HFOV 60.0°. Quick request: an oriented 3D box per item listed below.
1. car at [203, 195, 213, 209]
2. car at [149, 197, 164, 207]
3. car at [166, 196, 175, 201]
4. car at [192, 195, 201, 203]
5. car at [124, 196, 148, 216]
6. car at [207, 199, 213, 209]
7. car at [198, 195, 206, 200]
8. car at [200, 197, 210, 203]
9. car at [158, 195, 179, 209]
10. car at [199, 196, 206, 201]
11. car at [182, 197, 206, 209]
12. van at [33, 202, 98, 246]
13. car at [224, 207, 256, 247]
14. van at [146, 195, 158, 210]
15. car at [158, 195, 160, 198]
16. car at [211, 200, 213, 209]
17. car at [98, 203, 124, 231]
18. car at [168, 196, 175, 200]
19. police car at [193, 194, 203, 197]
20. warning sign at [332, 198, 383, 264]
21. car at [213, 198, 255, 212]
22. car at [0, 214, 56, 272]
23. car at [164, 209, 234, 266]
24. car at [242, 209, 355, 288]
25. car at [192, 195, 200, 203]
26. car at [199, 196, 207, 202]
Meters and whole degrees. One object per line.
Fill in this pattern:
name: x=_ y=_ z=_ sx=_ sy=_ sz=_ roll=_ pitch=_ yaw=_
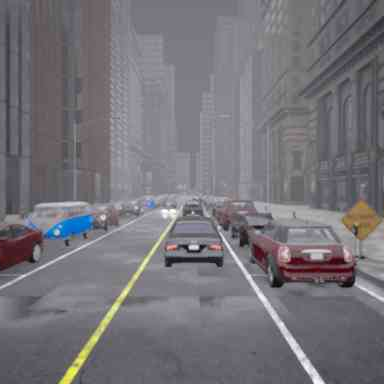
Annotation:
car: x=2.763 y=1.478 z=43.110 sx=1.967 sy=1.590 sz=4.097 roll=0 pitch=0 yaw=0
car: x=-5.761 y=1.602 z=54.376 sx=2.008 sy=1.369 sz=4.403 roll=0 pitch=0 yaw=0
car: x=-5.759 y=1.648 z=88.196 sx=2.008 sy=1.369 sz=4.403 roll=0 pitch=0 yaw=0
car: x=0.905 y=1.527 z=70.180 sx=1.801 sy=1.575 sz=5.366 roll=0 pitch=0 yaw=0
car: x=-5.763 y=1.468 z=31.830 sx=1.967 sy=1.590 sz=4.097 roll=0 pitch=0 yaw=0
car: x=2.763 y=1.594 z=31.838 sx=1.947 sy=1.339 sz=4.313 roll=0 pitch=0 yaw=0
car: x=2.766 y=1.546 z=93.838 sx=1.967 sy=1.590 sz=4.097 roll=0 pitch=0 yaw=0
car: x=2.765 y=1.655 z=71.292 sx=1.802 sy=1.307 sz=4.206 roll=0 pitch=0 yaw=0
car: x=-3.084 y=1.534 z=46.335 sx=2.128 sy=1.511 sz=4.902 roll=0 pitch=0 yaw=0
car: x=2.766 y=1.679 z=88.201 sx=1.802 sy=1.307 sz=4.206 roll=0 pitch=0 yaw=0
car: x=0.089 y=1.533 z=31.562 sx=1.837 sy=1.490 sz=4.892 roll=0 pitch=0 yaw=0
van: x=-5.764 y=1.354 z=14.920 sx=1.690 sy=1.788 sz=3.998 roll=0 pitch=0 yaw=0
car: x=2.761 y=1.579 z=14.929 sx=1.947 sy=1.339 sz=4.313 roll=0 pitch=0 yaw=0
van: x=-5.762 y=1.379 z=43.104 sx=1.690 sy=1.788 sz=3.998 roll=0 pitch=0 yaw=0
car: x=-5.761 y=1.569 z=48.570 sx=1.752 sy=1.417 sz=4.829 roll=0 pitch=0 yaw=0
car: x=2.762 y=1.568 z=26.202 sx=1.887 sy=1.381 sz=4.507 roll=0 pitch=0 yaw=0
car: x=-5.764 y=1.458 z=20.557 sx=1.967 sy=1.590 sz=4.097 roll=0 pitch=0 yaw=0
car: x=-5.758 y=1.688 z=93.833 sx=1.802 sy=1.307 sz=4.206 roll=0 pitch=0 yaw=0
police car: x=0.905 y=1.483 z=60.100 sx=1.930 sy=1.638 sz=5.238 roll=0 pitch=0 yaw=0
warning sign: x=5.072 y=1.124 z=9.986 sx=1.300 sy=1.860 sz=1.060 roll=0 pitch=0 yaw=0
car: x=2.761 y=1.333 z=20.566 sx=2.192 sy=1.841 sz=5.009 roll=0 pitch=0 yaw=0
car: x=-5.764 y=1.553 z=9.283 sx=1.887 sy=1.381 sz=4.507 roll=0 pitch=0 yaw=0
car: x=0.067 y=1.558 z=11.584 sx=2.033 sy=1.411 sz=5.357 roll=0 pitch=0 yaw=0
car: x=2.761 y=1.448 z=9.292 sx=1.967 sy=1.590 sz=4.097 roll=0 pitch=0 yaw=0
car: x=0.906 y=1.557 z=75.991 sx=1.882 sy=1.535 sz=5.008 roll=0 pitch=0 yaw=0
car: x=2.766 y=1.670 z=82.565 sx=1.802 sy=1.307 sz=4.206 roll=0 pitch=0 yaw=0
